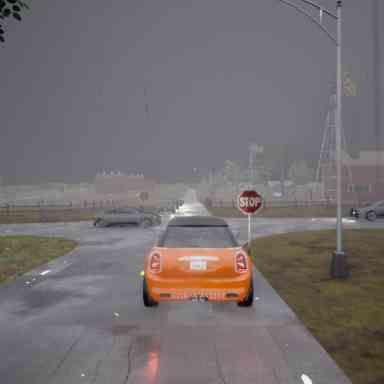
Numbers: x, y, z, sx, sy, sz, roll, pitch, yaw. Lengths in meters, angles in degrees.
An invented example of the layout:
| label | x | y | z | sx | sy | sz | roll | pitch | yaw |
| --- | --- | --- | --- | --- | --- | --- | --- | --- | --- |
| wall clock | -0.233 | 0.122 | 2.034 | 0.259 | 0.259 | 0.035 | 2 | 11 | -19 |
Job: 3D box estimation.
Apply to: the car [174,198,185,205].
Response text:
| label | x | y | z | sx | sy | sz | roll | pitch | yaw |
| --- | --- | --- | --- | --- | --- | --- | --- | --- | --- |
| car | -2.581 | 1.894 | 69.003 | 2.033 | 1.411 | 5.357 | 0 | -1 | 0 |

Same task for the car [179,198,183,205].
| label | x | y | z | sx | sy | sz | roll | pitch | yaw |
| --- | --- | --- | --- | --- | --- | --- | --- | --- | --- |
| car | -2.725 | 1.670 | 46.394 | 2.033 | 1.411 | 5.357 | 0 | 0 | 0 |

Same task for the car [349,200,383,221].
| label | x | y | z | sx | sy | sz | roll | pitch | yaw |
| --- | --- | --- | --- | --- | --- | --- | --- | --- | --- |
| car | 13.563 | 1.267 | 23.823 | 4.181 | 1.385 | 1.994 | -1 | 1 | -1 |

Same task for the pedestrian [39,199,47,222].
| label | x | y | z | sx | sy | sz | roll | pitch | yaw |
| --- | --- | --- | --- | --- | --- | --- | --- | --- | --- |
| pedestrian | -12.086 | 1.466 | 27.030 | 0.375 | 1.860 | 0.375 | 0 | 2 | 0 |

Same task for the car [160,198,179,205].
| label | x | y | z | sx | sy | sz | roll | pitch | yaw |
| --- | --- | --- | --- | --- | --- | --- | --- | --- | --- |
| car | -2.750 | 1.571 | 36.597 | 1.837 | 1.490 | 4.892 | 0 | 0 | 0 |

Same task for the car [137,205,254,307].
| label | x | y | z | sx | sy | sz | roll | pitch | yaw |
| --- | --- | --- | --- | --- | --- | --- | --- | --- | --- |
| car | 0.120 | 1.354 | 8.151 | 2.097 | 1.767 | 4.553 | 0 | 0 | 0 |

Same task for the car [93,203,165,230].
| label | x | y | z | sx | sy | sz | roll | pitch | yaw |
| --- | --- | --- | --- | --- | --- | --- | --- | --- | --- |
| car | -4.062 | 1.603 | 21.012 | 4.181 | 1.385 | 1.994 | -1 | 0 | 0 |
